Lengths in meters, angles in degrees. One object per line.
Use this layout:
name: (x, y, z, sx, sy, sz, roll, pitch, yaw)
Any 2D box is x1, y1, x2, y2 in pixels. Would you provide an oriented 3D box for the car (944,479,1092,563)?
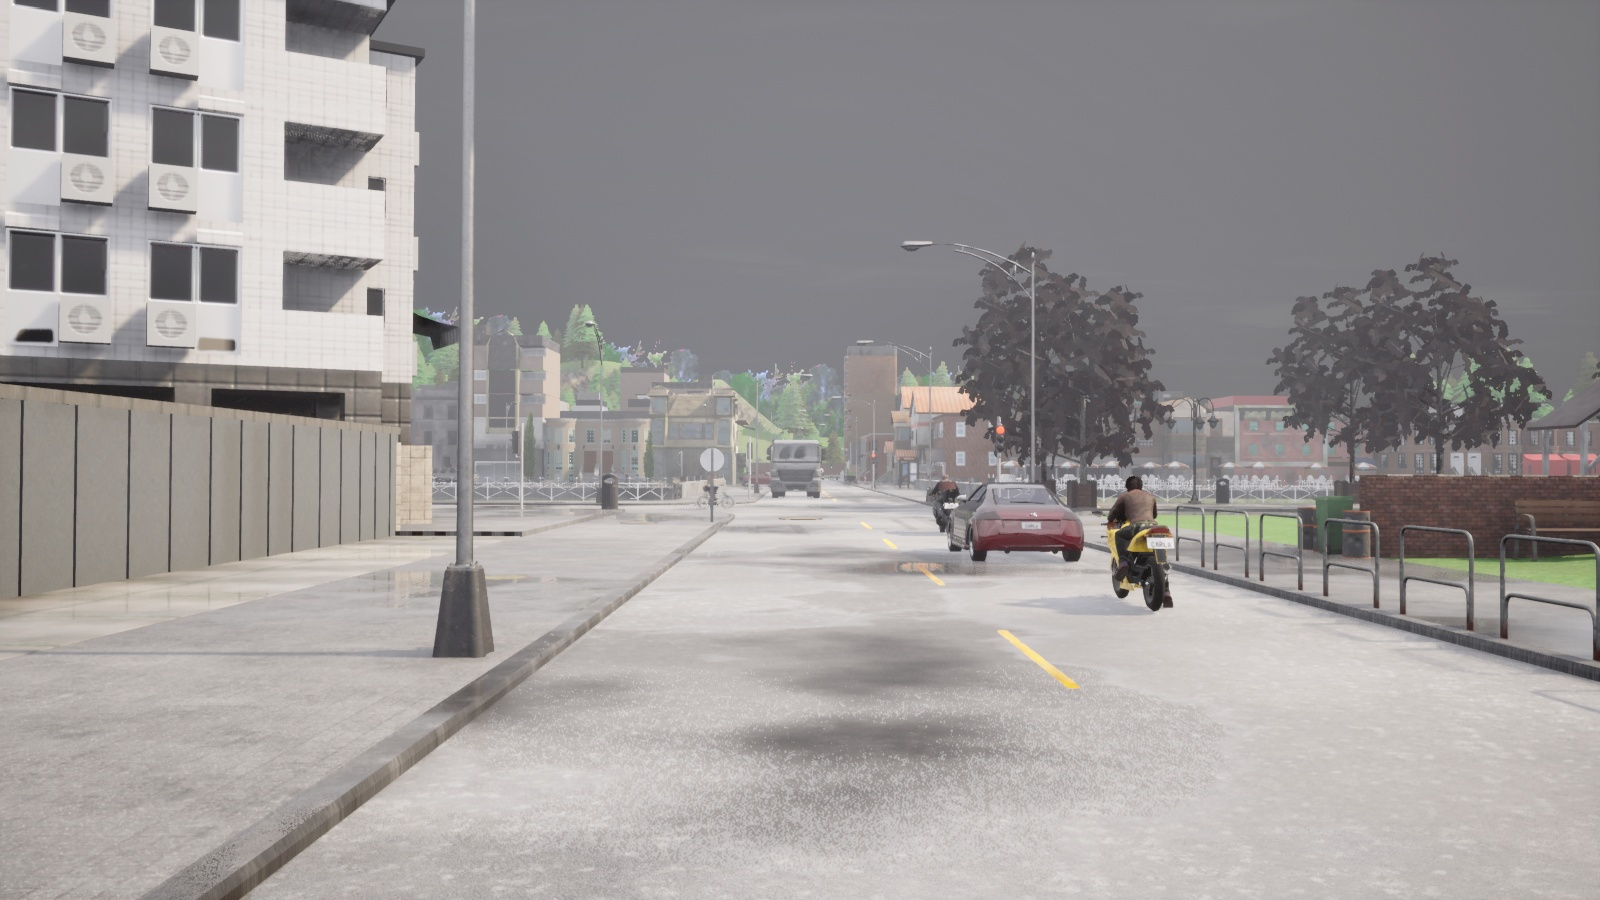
car: (3.933, 1.254, 23.348, 1.994, 1.385, 4.181, 0, -1, 0)

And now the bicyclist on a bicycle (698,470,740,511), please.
bicyclist on a bicycle: (-3.256, 1.606, 50.238, 1.509, 1.612, 0.866, 0, -3, -17)

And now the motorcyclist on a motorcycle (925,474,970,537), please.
motorcyclist on a motorcycle: (3.677, 1.362, 31.448, 0.866, 1.530, 2.191, 0, -1, 0)

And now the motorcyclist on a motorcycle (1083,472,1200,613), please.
motorcyclist on a motorcycle: (3.957, 1.028, 14.727, 0.797, 1.523, 2.044, 0, -1, 0)

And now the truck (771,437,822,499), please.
truck: (-0.218, 1.085, 74.708, 2.891, 3.462, 7.936, 0, -1, 0)
